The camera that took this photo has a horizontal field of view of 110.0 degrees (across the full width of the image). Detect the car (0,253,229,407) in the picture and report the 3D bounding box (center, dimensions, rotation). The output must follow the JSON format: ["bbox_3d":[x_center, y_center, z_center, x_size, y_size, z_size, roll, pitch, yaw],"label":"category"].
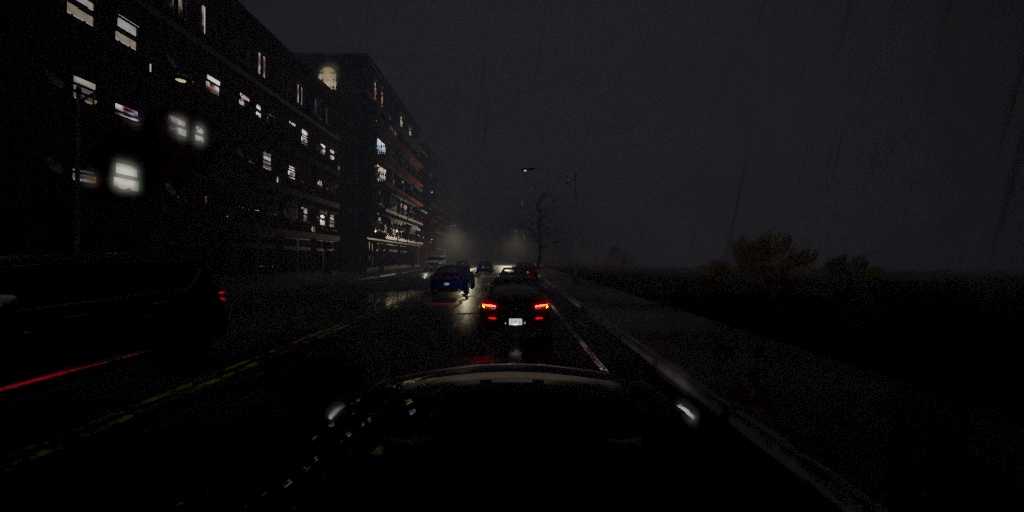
[{"bbox_3d":[-6.608,0.972,4.667,2.150,2.045,5.566,0,0,0],"label":"car"}]

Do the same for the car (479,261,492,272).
[{"bbox_3d":[-3.231,1.300,42.484,2.033,1.411,5.357,0,0,-1],"label":"car"}]

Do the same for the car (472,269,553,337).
[{"bbox_3d":[0.075,1.277,10.168,1.812,1.442,4.674,0,0,0],"label":"car"}]

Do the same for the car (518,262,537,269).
[{"bbox_3d":[1.081,1.232,29.863,1.882,1.535,5.008,0,0,0],"label":"car"}]

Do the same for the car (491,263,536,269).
[{"bbox_3d":[0.063,1.317,20.335,1.994,1.385,4.181,0,0,0],"label":"car"}]

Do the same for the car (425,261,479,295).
[{"bbox_3d":[-3.187,1.230,19.944,1.882,1.535,5.008,0,0,0],"label":"car"}]

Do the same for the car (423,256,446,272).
[{"bbox_3d":[-9.939,0.974,46.665,2.150,2.045,5.566,0,0,0],"label":"car"}]
